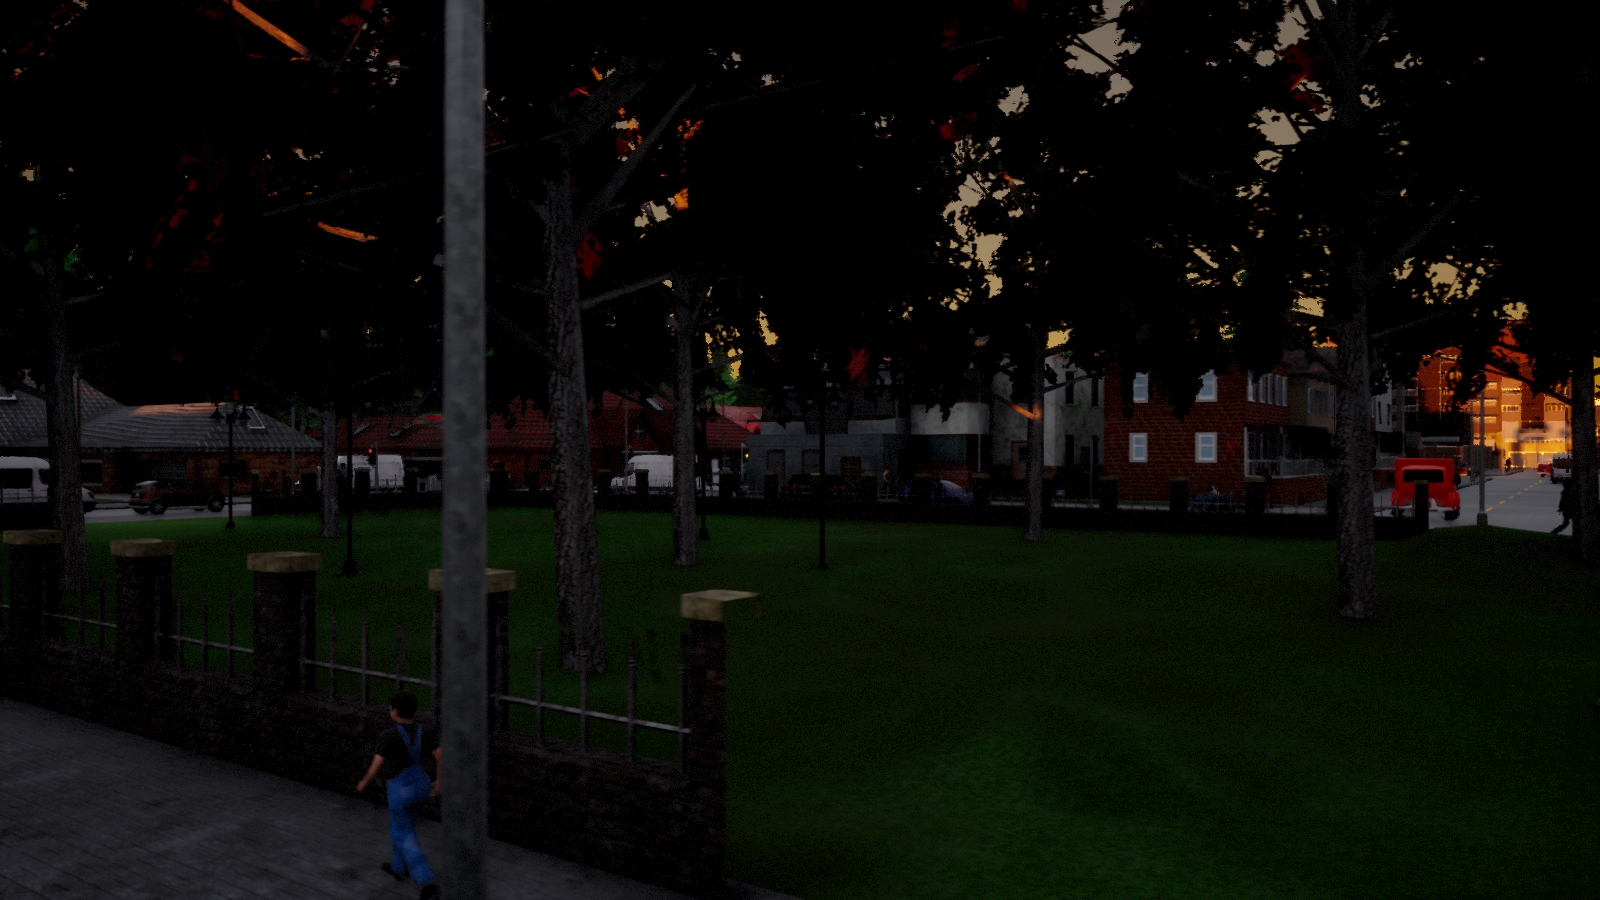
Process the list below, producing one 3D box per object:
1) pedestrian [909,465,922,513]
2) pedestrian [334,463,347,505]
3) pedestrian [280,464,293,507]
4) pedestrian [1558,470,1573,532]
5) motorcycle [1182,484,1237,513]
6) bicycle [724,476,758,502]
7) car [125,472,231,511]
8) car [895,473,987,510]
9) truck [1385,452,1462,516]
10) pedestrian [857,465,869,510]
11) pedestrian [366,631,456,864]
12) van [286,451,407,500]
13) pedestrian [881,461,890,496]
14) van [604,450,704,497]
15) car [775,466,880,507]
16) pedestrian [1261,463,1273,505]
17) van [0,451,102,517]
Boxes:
[{"bbox_3d":[4.545,1.525,45.071,0.375,1.860,0.375,0,0,35],"label":"pedestrian"},{"bbox_3d":[-20.738,1.526,51.549,0.375,1.860,0.375,0,0,35],"label":"pedestrian"},{"bbox_3d":[-22.420,1.526,49.910,0.375,1.860,0.375,0,0,25],"label":"pedestrian"},{"bbox_3d":[22.984,1.525,34.314,0.375,1.860,0.375,0,0,35],"label":"pedestrian"},{"bbox_3d":[16.964,1.993,47.330,2.033,1.145,0.803,0,-2,31],"label":"motorcycle"},{"bbox_3d":[-2.939,1.941,56.844,1.835,1.271,0.329,0,0,35],"label":"bicycle"},{"bbox_3d":[-27.549,1.807,50.683,1.789,1.549,3.705,0,0,35],"label":"car"},{"bbox_3d":[6.221,1.819,50.568,3.633,1.501,1.845,0,0,36],"label":"car"},{"bbox_3d":[25.627,1.359,46.916,2.627,2.467,5.204,0,-1,30],"label":"truck"},{"bbox_3d":[2.556,1.526,46.635,0.375,1.860,0.375,0,0,25],"label":"pedestrian"},{"bbox_3d":[-2.398,1.806,7.046,0.375,1.300,0.375,0,0,35],"label":"pedestrian"},{"bbox_3d":[-24.550,1.316,62.118,1.988,2.561,5.915,0,0,38],"label":"van"},{"bbox_3d":[4.612,1.525,61.812,0.375,1.860,0.375,0,0,33],"label":"pedestrian"},{"bbox_3d":[-8.436,1.315,65.536,5.915,2.561,1.988,0,0,36],"label":"van"},{"bbox_3d":[1.276,1.687,53.820,4.553,1.767,2.097,0,0,35],"label":"car"},{"bbox_3d":[20.828,1.516,50.962,0.375,1.860,0.375,0,0,37],"label":"pedestrian"},{"bbox_3d":[-31.349,1.316,45.363,1.988,2.561,5.915,0,0,36],"label":"van"}]
